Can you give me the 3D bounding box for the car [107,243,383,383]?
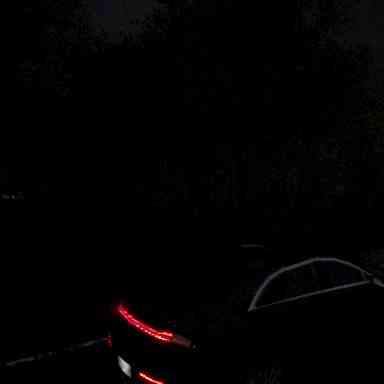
[{"bbox_3d":[1.310,1.492,4.672,4.902,1.511,2.128,0,0,-35],"label":"car"}]
